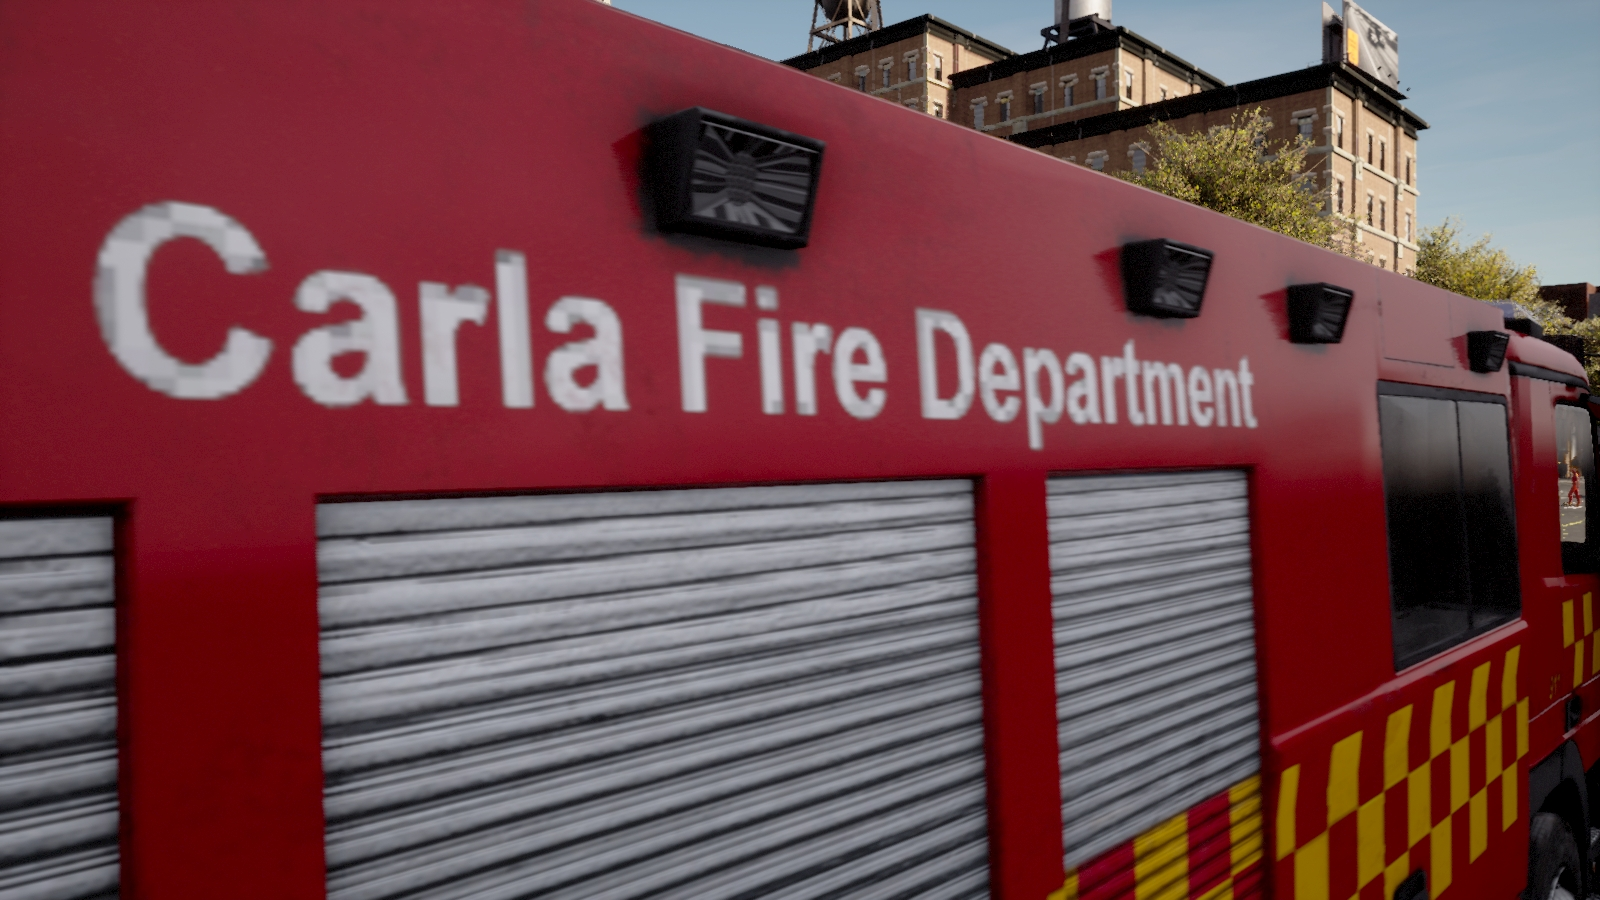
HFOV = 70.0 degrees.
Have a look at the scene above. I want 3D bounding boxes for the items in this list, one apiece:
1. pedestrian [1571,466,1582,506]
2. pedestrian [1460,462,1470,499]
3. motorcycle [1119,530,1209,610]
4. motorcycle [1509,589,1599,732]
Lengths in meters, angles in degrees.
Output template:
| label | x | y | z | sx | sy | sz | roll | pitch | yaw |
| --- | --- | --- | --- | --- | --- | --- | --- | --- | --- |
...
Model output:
| label | x | y | z | sx | sy | sz | roll | pitch | yaw |
| --- | --- | --- | --- | --- | --- | --- | --- | --- | --- |
| pedestrian | 36.259 | 1.687 | 53.349 | 0.375 | 1.860 | 0.375 | 0 | 0 | 45 |
| pedestrian | 33.296 | 1.537 | 57.210 | 0.375 | 1.860 | 0.375 | 0 | 0 | 21 |
| motorcycle | 6.596 | 2.135 | 20.657 | 0.856 | 1.236 | 1.805 | 0 | 0 | 44 |
| motorcycle | 8.233 | 2.174 | 12.129 | 0.803 | 1.145 | 2.033 | 0 | 0 | 44 |
